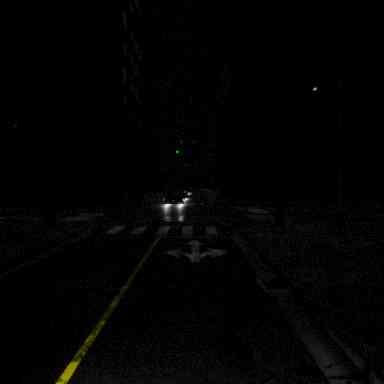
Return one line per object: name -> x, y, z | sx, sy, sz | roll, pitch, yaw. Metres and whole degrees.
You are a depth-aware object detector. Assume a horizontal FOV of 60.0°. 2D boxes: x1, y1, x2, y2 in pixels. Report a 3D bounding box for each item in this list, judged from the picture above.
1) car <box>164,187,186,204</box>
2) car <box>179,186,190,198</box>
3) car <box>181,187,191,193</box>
car -> -1.936, 0.540, 37.422 | 1.837, 1.490, 4.892 | 0, 3, 1
car -> -1.728, -0.060, 50.710 | 2.097, 1.767, 4.553 | 0, 1, 1
car -> -1.358, -0.495, 77.101 | 1.994, 1.385, 4.181 | 0, 1, 1
